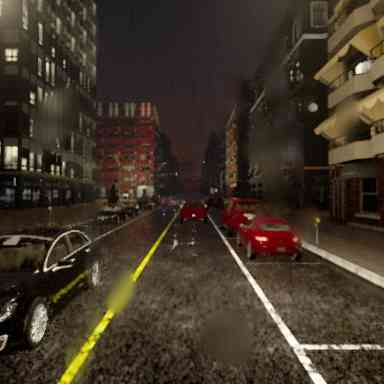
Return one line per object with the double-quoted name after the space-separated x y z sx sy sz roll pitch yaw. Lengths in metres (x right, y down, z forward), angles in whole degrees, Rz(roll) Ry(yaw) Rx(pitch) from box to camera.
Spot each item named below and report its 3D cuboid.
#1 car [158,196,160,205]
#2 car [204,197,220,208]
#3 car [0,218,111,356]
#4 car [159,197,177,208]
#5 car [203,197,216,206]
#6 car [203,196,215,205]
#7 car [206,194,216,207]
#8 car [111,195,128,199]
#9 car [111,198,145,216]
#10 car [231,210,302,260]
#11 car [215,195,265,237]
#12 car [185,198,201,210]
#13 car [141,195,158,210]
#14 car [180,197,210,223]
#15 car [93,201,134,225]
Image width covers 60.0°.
-5.666 1.306 51.650 1.967 1.590 4.097 1 0 0 "car"
2.678 1.448 45.955 1.947 1.339 4.313 1 0 0 "car"
-3.100 1.488 6.257 1.837 1.490 4.892 0 0 0 "car"
-3.078 1.479 47.059 1.895 1.301 4.718 0 0 0 "car"
2.679 1.449 51.612 1.802 1.307 4.206 1 0 0 "car"
2.851 1.434 57.268 1.802 1.307 4.206 1 0 0 "car"
2.680 1.212 40.297 2.192 1.841 5.009 1 0 0 "car"
-18.691 1.494 85.655 4.313 1.339 1.947 0 0 0 "car"
-5.673 1.476 29.026 2.008 1.369 4.403 1 0 0 "car"
2.670 1.551 12.017 1.802 1.307 4.206 1 0 0 "car"
2.675 1.270 17.672 2.192 1.841 5.009 1 0 0 "car"
0.110 1.493 41.954 1.895 1.301 4.718 0 0 0 "car"
-5.668 1.336 40.338 1.967 1.590 4.097 1 0 0 "car"
0.107 1.414 24.793 1.882 1.535 5.008 0 0 0 "car"
-5.674 1.491 23.369 2.008 1.369 4.403 1 0 0 "car"
